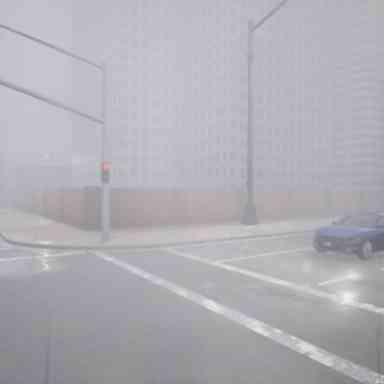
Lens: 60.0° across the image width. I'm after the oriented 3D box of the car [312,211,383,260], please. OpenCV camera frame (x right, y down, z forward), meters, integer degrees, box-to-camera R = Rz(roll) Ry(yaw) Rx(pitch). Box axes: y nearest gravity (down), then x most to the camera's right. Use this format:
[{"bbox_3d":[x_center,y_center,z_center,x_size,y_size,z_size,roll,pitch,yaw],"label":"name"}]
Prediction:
[{"bbox_3d":[6.749,1.537,12.893,5.008,1.535,1.882,0,0,-34],"label":"car"}]
